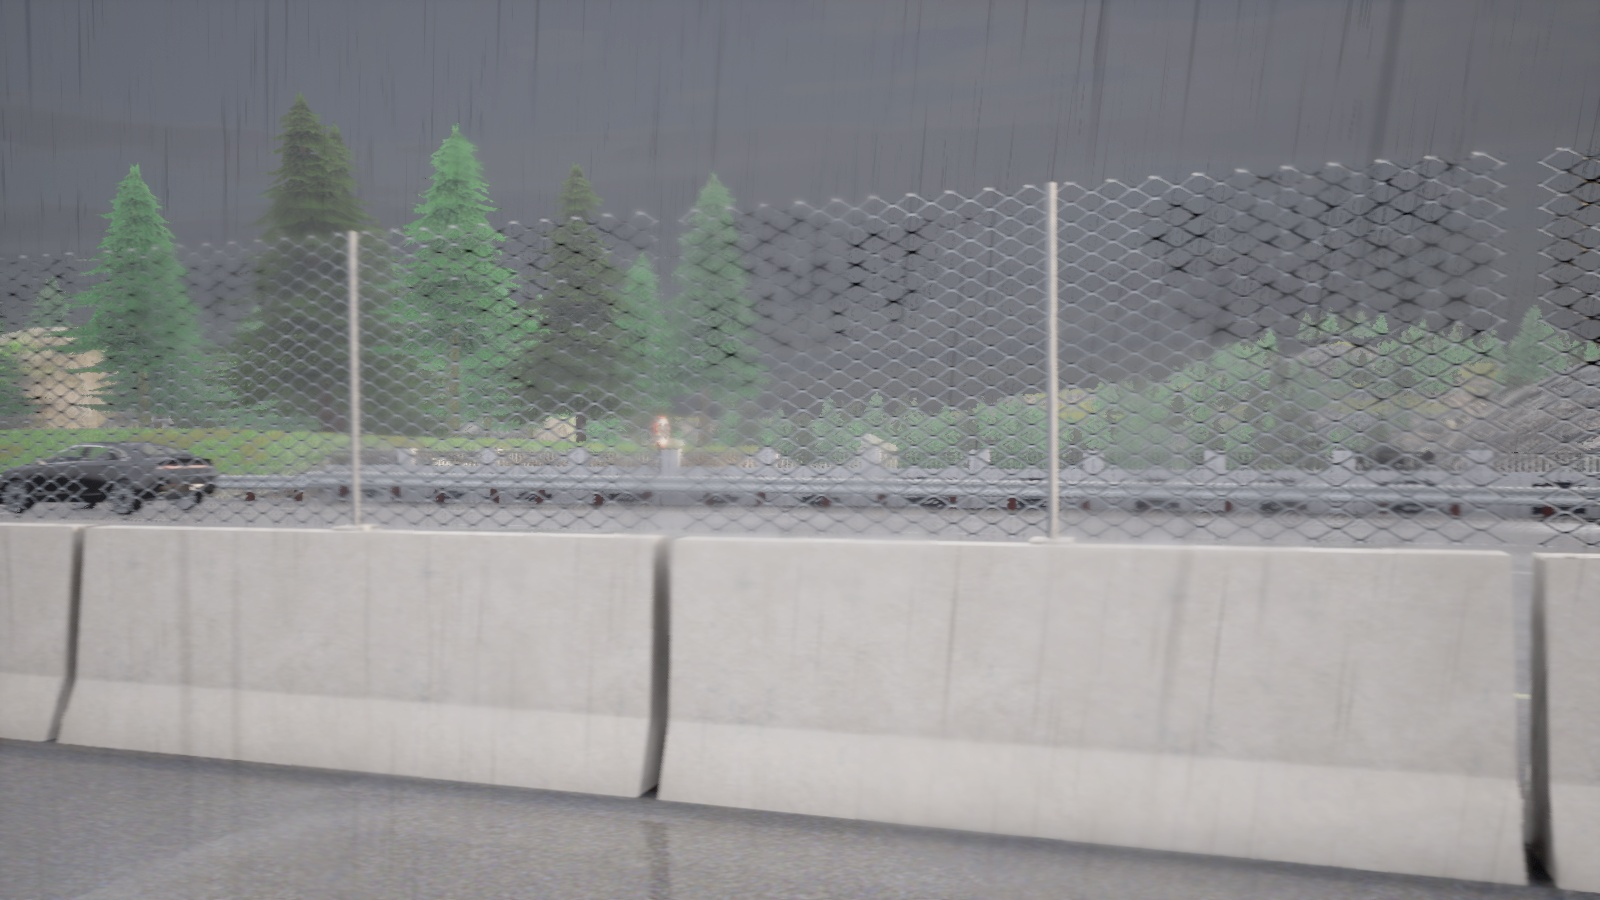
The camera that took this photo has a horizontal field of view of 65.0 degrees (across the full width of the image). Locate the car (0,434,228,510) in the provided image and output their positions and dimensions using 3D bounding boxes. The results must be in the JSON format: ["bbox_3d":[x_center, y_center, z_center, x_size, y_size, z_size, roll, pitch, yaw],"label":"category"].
[{"bbox_3d":[-14.924,0.419,26.677,4.902,1.511,2.128,0,1,19],"label":"car"}]
